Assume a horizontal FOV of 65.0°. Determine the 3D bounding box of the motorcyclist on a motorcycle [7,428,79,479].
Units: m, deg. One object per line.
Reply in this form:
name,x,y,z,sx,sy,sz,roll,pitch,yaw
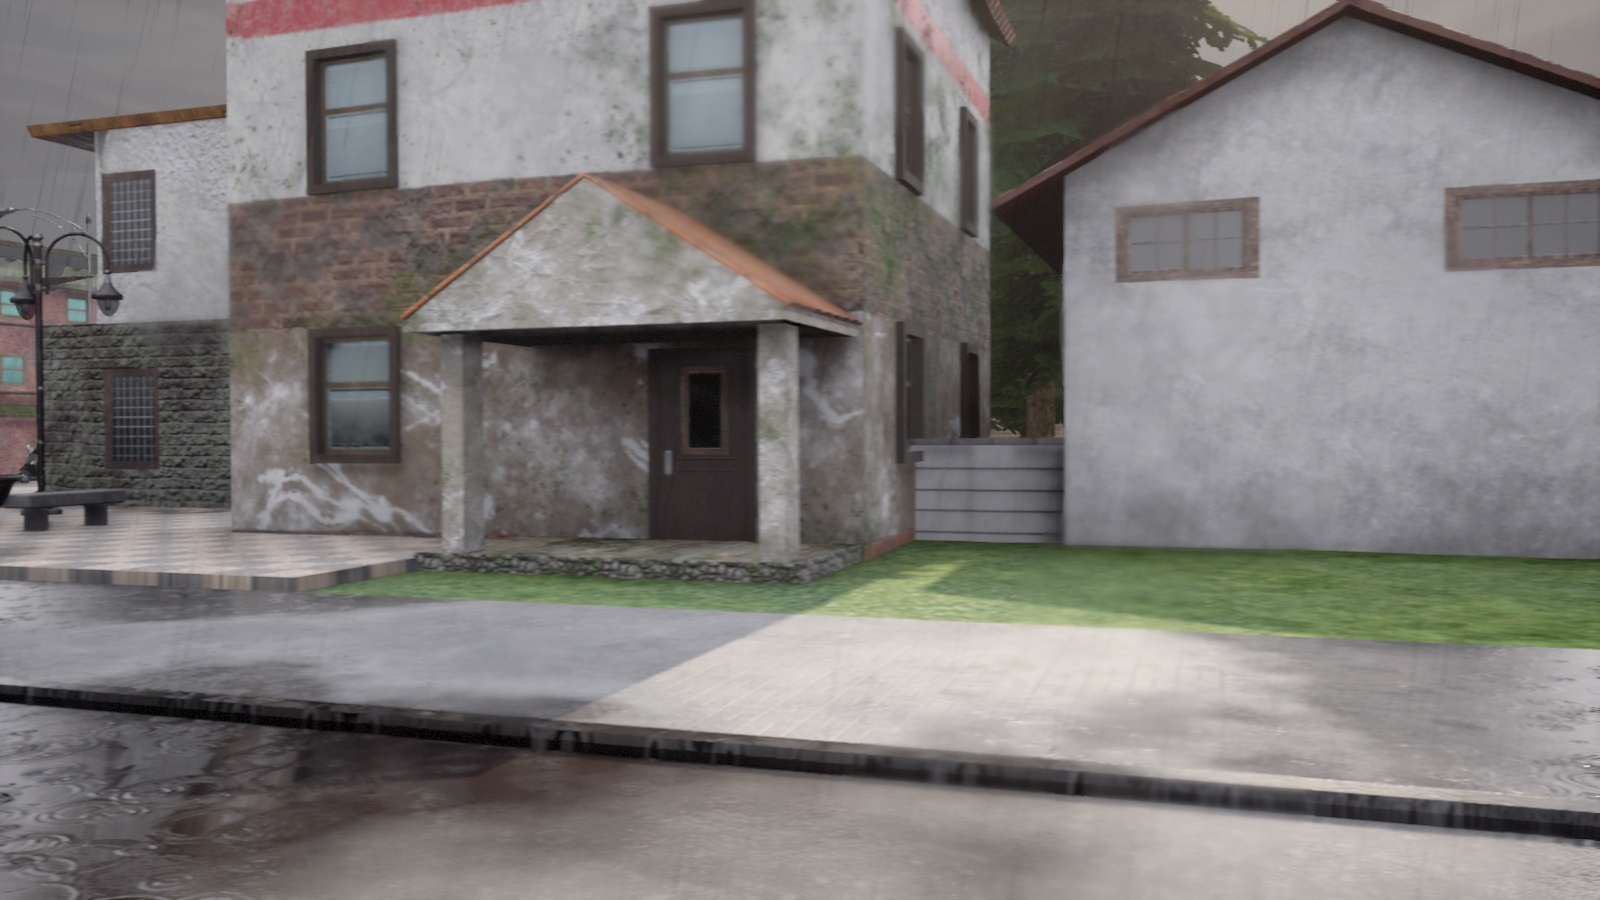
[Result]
motorcyclist on a motorcycle,-24.177,0.082,40.141,0.866,1.590,1.817,0,1,19
